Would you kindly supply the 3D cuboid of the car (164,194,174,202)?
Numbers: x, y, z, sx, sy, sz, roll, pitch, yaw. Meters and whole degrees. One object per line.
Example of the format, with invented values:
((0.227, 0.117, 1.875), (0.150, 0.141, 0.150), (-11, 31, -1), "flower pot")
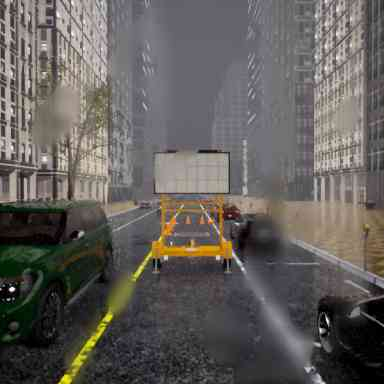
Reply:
((-5.719, 1.518, 76.253), (1.752, 1.417, 4.829), (-1, 0, 0), "car")

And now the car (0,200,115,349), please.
((-3.100, 1.222, 6.618), (2.150, 2.045, 5.566), (0, 0, 0), "car")

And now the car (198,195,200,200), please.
((2.662, 1.543, 76.444), (2.008, 1.369, 4.403), (-1, 0, 0), "car")

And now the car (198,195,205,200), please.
((2.657, 1.535, 93.372), (2.008, 1.369, 4.403), (-1, 0, 0), "car")

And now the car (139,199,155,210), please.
((-5.709, 1.551, 42.574), (2.008, 1.369, 4.403), (-1, 0, 0), "car")

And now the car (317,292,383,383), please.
((2.683, 1.566, 3.087), (1.947, 1.339, 4.313), (-1, 0, 0), "car")

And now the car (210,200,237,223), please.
((2.677, 1.547, 25.659), (1.887, 1.381, 4.507), (-1, 0, 0), "car")

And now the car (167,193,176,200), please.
((-5.726, 1.299, 93.346), (2.192, 1.841, 5.009), (-1, 0, 0), "car")

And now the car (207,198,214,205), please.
((2.675, 1.527, 31.471), (1.752, 1.417, 4.829), (-1, 0, 0), "car")

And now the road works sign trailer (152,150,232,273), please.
((0.000, 0.466, 10.637), (2.380, 3.560, 2.880), (0, 0, 0), "road works sign trailer")

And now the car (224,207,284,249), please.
((2.680, 1.568, 14.374), (1.947, 1.339, 4.313), (-1, 0, 0), "car")

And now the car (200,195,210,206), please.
((2.668, 1.544, 53.873), (1.887, 1.381, 4.507), (-1, 0, 0), "car")

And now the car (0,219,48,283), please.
((-5.699, 1.567, 8.726), (1.947, 1.339, 4.313), (-1, 0, 0), "car")
